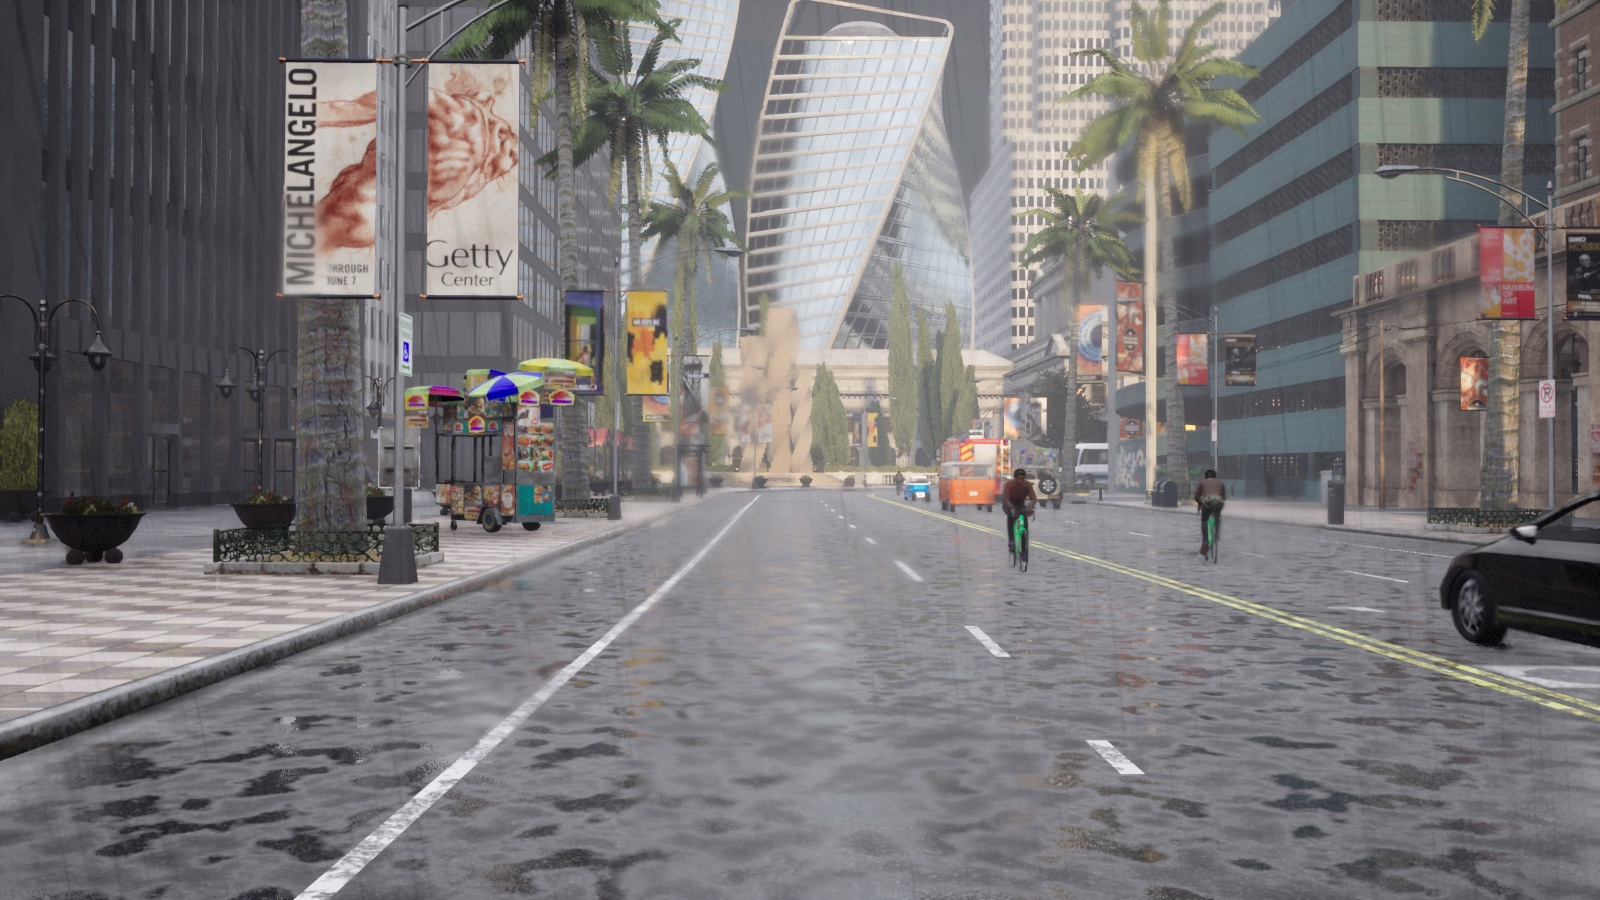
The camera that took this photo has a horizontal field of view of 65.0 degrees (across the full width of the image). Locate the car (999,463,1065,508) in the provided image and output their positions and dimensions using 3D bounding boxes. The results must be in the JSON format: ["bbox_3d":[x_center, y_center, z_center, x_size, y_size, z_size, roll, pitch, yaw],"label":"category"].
[{"bbox_3d":[10.007,1.505,54.550,1.932,1.855,4.605,0,-1,-1],"label":"car"}]

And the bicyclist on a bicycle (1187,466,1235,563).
[{"bbox_3d":[7.196,1.108,22.039,0.582,1.620,1.656,1,-1,11],"label":"bicyclist on a bicycle"}]

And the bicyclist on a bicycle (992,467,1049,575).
[{"bbox_3d":[3.460,1.085,19.781,0.582,1.620,1.656,0,-1,0],"label":"bicyclist on a bicycle"}]

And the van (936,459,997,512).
[{"bbox_3d":[6.569,1.377,49.892,1.775,1.987,4.442,0,-1,-1],"label":"van"}]

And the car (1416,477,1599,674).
[{"bbox_3d":[6.982,0.972,10.266,1.816,1.474,4.193,0,-1,0],"label":"car"}]

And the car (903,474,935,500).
[{"bbox_3d":[6.339,1.970,67.209,1.481,1.376,2.207,0,-1,-1],"label":"car"}]

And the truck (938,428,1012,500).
[{"bbox_3d":[9.783,0.802,71.113,2.891,3.827,8.468,0,-1,-1],"label":"truck"}]
